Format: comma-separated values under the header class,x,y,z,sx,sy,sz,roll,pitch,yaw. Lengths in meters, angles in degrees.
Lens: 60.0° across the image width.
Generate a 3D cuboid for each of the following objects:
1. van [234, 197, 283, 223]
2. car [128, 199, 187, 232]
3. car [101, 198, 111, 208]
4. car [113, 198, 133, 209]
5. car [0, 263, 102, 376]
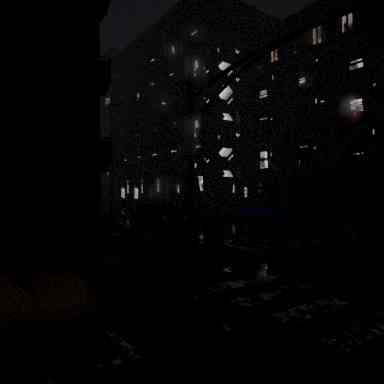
class,x,y,z,sx,sy,sz,roll,pitch,yaw
van,4.892,1.280,24.904,1.690,1.788,3.998,0,0,-36
car,-1.899,1.441,19.995,1.967,1.590,4.097,0,0,-36
car,-11.742,1.463,47.808,1.887,1.381,4.507,-1,0,-36
car,-8.416,1.463,43.227,1.887,1.381,4.507,-1,0,-36
car,-3.602,1.525,3.995,4.829,1.417,1.752,0,0,-36
